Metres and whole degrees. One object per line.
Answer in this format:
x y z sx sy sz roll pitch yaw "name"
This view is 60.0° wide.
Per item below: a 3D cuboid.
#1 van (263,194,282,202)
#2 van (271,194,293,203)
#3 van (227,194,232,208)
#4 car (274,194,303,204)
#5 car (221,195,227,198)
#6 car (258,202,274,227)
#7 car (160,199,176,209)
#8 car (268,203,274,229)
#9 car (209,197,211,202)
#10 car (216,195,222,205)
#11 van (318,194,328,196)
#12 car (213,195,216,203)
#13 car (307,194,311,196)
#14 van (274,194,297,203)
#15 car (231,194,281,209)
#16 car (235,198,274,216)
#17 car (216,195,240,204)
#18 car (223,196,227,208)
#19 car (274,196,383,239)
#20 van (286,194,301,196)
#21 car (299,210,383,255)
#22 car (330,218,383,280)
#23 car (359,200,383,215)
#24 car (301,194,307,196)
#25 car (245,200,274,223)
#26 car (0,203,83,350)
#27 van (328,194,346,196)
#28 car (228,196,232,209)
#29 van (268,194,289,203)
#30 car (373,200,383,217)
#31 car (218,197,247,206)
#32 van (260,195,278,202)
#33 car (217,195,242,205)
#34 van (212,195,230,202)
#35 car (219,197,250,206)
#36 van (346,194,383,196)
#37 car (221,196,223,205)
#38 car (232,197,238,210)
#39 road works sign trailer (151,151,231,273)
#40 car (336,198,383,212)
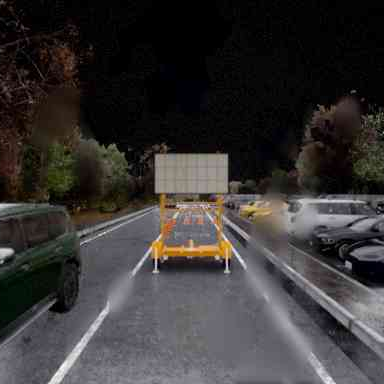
20.360 1.631 83.940 4.442 1.987 1.878 0 -1 0 "van"
20.527 1.516 75.644 4.442 1.987 1.878 0 0 0 "van"
7.181 1.349 42.581 4.442 1.987 1.878 0 0 0 "van"
20.339 1.462 70.230 5.566 2.045 2.435 0 0 0 "car"
7.103 1.648 50.909 4.792 1.488 2.163 0 0 0 "car"
6.893 1.568 20.383 4.892 1.521 2.231 0 0 0 "car"
-3.250 1.671 46.634 1.994 1.385 4.181 0 0 0 "car"
7.050 1.573 17.605 5.366 1.575 1.946 0 0 0 "car"
7.383 1.514 78.671 5.566 2.045 2.435 0 0 0 "car"
6.969 1.630 53.687 5.366 1.575 1.946 0 0 0 "car"
20.049 1.355 45.175 4.442 1.987 1.878 0 0 0 "van"
7.035 1.674 62.014 5.366 1.575 1.946 0 0 0 "car"
20.160 1.344 47.944 5.566 2.045 2.435 0 0 0 "car"
20.506 1.502 72.999 4.442 1.987 1.878 0 0 0 "van"
7.052 1.422 37.031 4.553 1.767 2.185 0 0 0 "car"
6.769 1.537 28.833 5.366 1.575 1.946 0 0 0 "car"
7.234 1.581 67.566 4.553 1.767 2.185 0 0 0 "car"
7.058 1.619 45.357 4.792 1.488 2.163 0 0 0 "car"
6.870 1.334 14.829 5.566 2.045 2.435 0 0 0 "car"
20.417 1.443 61.919 4.442 1.987 1.878 0 0 0 "van"
6.825 1.595 12.054 5.008 1.535 2.097 0 0 0 "car"
6.768 1.634 9.279 4.792 1.488 2.163 0 0 0 "car"
20.106 1.561 34.095 4.792 1.488 2.163 0 0 0 "car"
20.182 1.359 50.714 5.566 2.045 2.435 0 0 0 "car"
6.724 1.554 23.160 5.366 1.575 1.946 0 0 0 "car"
-3.351 1.227 4.765 2.150 2.045 5.566 0 0 0 "car"
20.260 1.340 42.403 4.442 1.987 1.878 0 0 0 "van"
7.072 1.590 39.804 4.792 1.488 2.163 0 0 0 "car"
20.317 1.531 78.549 4.442 1.987 1.878 0 -1 0 "van"
20.085 1.558 31.456 4.792 1.488 2.163 0 0 0 "car"
7.192 1.664 59.237 4.892 1.521 2.231 0 0 0 "car"
20.639 1.750 89.476 4.442 1.987 1.878 0 -1 0 "van"
7.212 1.566 64.790 4.553 1.767 2.185 0 0 0 "car"
7.282 1.643 84.207 4.442 1.987 1.878 0 -1 0 "van"
7.183 1.649 56.461 4.892 1.521 2.231 0 0 0 "car"
19.991 1.314 36.849 4.442 1.987 1.878 0 0 0 "van"
7.080 1.634 48.133 4.792 1.488 2.163 0 0 0 "car"
6.992 1.540 34.252 4.892 1.521 2.231 0 0 0 "car"
-0.015 0.478 10.707 2.380 3.560 2.880 0 0 0 "road works sign trailer"
20.127 1.551 39.633 5.008 1.535 2.097 0 0 0 "car"
